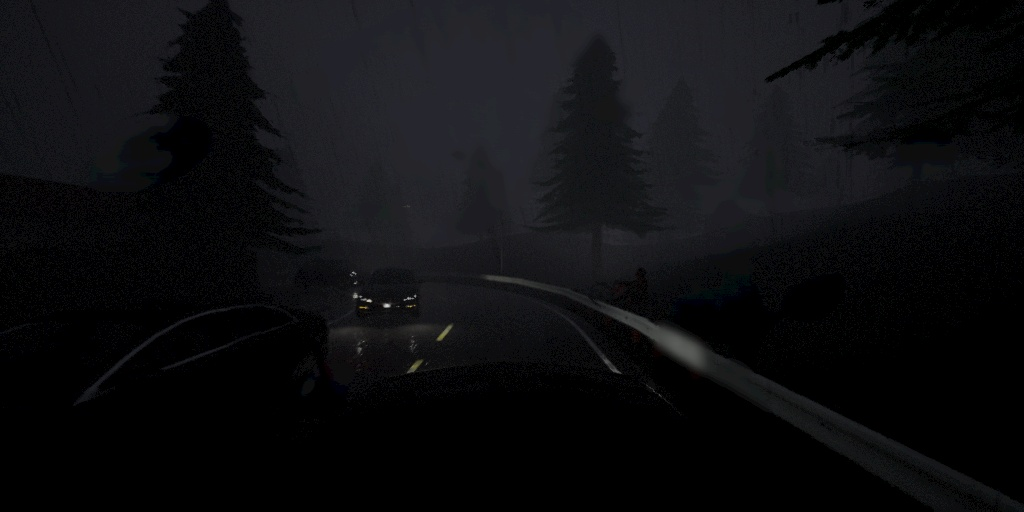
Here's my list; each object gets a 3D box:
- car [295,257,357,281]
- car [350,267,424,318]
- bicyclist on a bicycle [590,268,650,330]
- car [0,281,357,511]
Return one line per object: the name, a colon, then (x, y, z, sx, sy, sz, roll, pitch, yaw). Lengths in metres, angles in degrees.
car: (-10.123, 0.968, 20.718, 4.553, 1.767, 2.097, 0, 0, 18)
car: (-4.197, 1.180, 12.755, 1.837, 1.490, 4.892, 0, 0, -14)
bicyclist on a bicycle: (3.025, 1.051, 9.461, 1.656, 1.620, 0.582, 45, 24, 19)
car: (-3.619, 1.219, 3.366, 2.128, 1.511, 4.902, 0, 0, 0)
